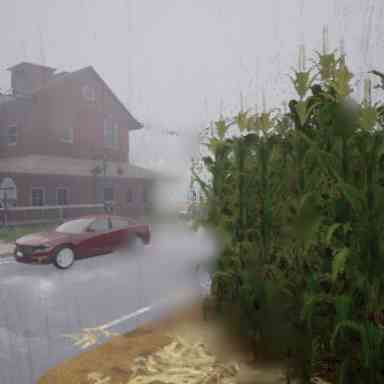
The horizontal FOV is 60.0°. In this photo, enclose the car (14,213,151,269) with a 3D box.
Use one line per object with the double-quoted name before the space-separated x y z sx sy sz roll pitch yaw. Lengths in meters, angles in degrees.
"car" -3.633 1.573 11.887 1.882 1.535 5.008 -1 0 36
